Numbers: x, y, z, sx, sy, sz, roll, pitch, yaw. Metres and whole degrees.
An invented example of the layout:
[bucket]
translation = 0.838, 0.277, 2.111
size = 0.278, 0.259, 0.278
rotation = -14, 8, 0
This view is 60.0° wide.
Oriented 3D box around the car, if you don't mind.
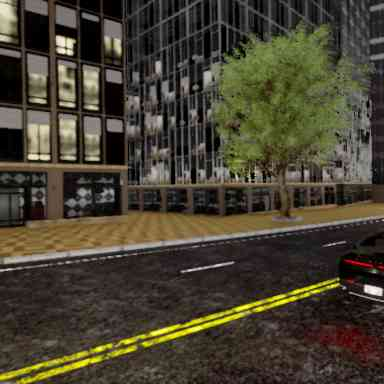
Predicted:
[car]
translation = 5.153, 1.511, 7.429
size = 4.892, 1.490, 1.837
rotation = 0, 0, -38
